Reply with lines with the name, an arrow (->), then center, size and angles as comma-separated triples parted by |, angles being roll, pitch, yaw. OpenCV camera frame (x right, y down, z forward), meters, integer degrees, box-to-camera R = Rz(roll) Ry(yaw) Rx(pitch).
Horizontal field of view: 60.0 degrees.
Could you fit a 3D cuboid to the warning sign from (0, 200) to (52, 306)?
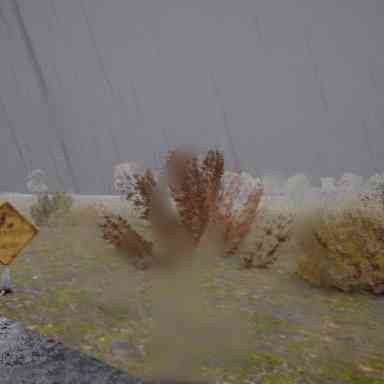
warning sign -> -3.645, 1.108, 6.520 | 1.060, 1.860, 1.300 | 0, 0, 35
